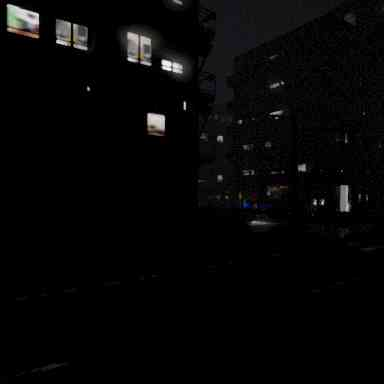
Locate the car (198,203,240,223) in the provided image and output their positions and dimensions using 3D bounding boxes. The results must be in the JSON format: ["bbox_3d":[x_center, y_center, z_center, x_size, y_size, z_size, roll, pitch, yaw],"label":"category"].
[{"bbox_3d":[1.744,1.860,28.641,1.802,1.307,4.206,-1,0,-36],"label":"car"}]

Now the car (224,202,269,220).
[{"bbox_3d":[4.284,1.820,29.517,1.994,1.385,4.181,0,-1,-36],"label":"car"}]

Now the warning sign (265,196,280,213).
[{"bbox_3d":[8.968,1.377,36.953,1.300,1.860,1.060,1,0,-36],"label":"warning sign"}]

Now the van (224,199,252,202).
[{"bbox_3d":[5.161,1.655,38.077,1.690,1.788,3.998,-1,0,-36],"label":"van"}]

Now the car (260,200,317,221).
[{"bbox_3d":[8.478,1.697,29.227,2.128,1.511,4.902,0,-1,-36],"label":"car"}]
